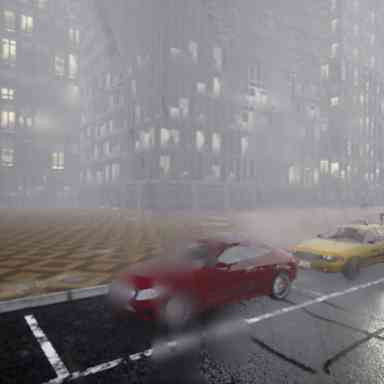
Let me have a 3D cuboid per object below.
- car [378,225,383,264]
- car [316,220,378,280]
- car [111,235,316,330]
[{"bbox_3d":[6.906,1.392,8.313,4.553,1.767,2.097,0,0,-36],"label":"car"},{"bbox_3d":[4.918,1.563,10.068,4.829,1.417,1.752,0,0,-36],"label":"car"},{"bbox_3d":[0.462,1.599,6.885,4.206,1.307,1.802,0,0,-36],"label":"car"}]
